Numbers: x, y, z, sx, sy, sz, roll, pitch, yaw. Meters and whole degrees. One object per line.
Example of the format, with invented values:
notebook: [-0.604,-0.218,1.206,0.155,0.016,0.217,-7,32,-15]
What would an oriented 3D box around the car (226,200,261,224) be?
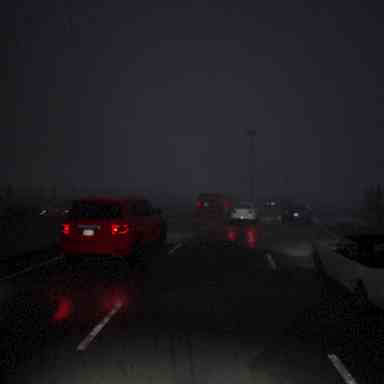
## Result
car: [3.972,1.457,24.344,1.812,1.442,4.674,0,0,16]

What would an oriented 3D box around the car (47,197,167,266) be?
car: [-2.423,1.180,11.636,2.150,2.045,5.566,0,0,8]

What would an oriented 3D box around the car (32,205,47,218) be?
car: [-7.788,1.267,21.668,2.097,1.767,4.553,0,0,14]

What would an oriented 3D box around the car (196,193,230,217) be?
car: [2.079,1.132,30.037,2.150,2.045,5.566,0,0,19]

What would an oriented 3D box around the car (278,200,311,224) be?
car: [7.578,1.504,24.245,1.994,1.385,4.181,0,0,17]

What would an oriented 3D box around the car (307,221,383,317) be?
car: [4.090,1.587,7.281,1.895,1.301,4.718,0,0,5]

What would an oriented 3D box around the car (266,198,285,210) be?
car: [10.588,1.437,40.741,2.033,1.411,5.357,0,0,28]

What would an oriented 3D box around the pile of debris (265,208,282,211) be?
pile of debris: [9.652,2.072,39.391,1.500,0.140,1.860,0,0,27]

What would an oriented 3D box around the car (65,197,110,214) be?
car: [-11.026,1.343,35.373,1.882,1.535,5.008,0,0,20]

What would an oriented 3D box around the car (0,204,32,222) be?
car: [-11.492,1.455,21.451,2.033,1.411,5.357,0,0,13]
